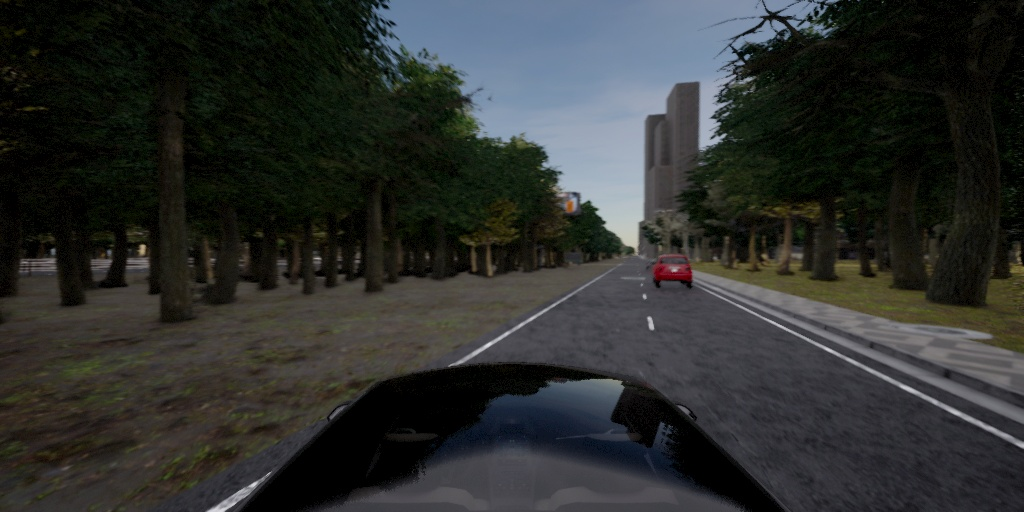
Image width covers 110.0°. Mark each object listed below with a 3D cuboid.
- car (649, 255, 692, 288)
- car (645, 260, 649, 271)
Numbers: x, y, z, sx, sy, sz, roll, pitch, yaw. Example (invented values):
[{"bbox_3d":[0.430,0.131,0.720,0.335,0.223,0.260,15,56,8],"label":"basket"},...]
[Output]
[{"bbox_3d":[10.764,0.964,24.367,2.150,2.045,5.566,0,0,19],"label":"car"},{"bbox_3d":[18.644,1.219,47.368,2.128,1.511,4.902,0,0,19],"label":"car"}]
